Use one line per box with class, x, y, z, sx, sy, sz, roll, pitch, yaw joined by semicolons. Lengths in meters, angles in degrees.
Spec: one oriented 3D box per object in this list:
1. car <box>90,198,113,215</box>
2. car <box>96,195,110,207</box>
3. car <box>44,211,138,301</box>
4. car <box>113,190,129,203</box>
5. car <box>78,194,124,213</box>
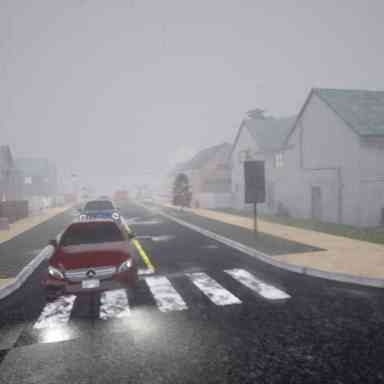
car;-8.726;1.373;32.160;1.895;1.301;4.718;-2;1;-15
car;-12.694;1.218;47.550;1.812;1.442;4.674;-2;1;-15
car;-2.492;1.462;8.490;1.812;1.442;4.674;-3;1;-15
car;-11.787;0.704;55.220;2.150;2.045;5.566;-2;0;-15
car;-5.099;1.227;18.364;2.097;1.767;4.553;-2;1;-15
